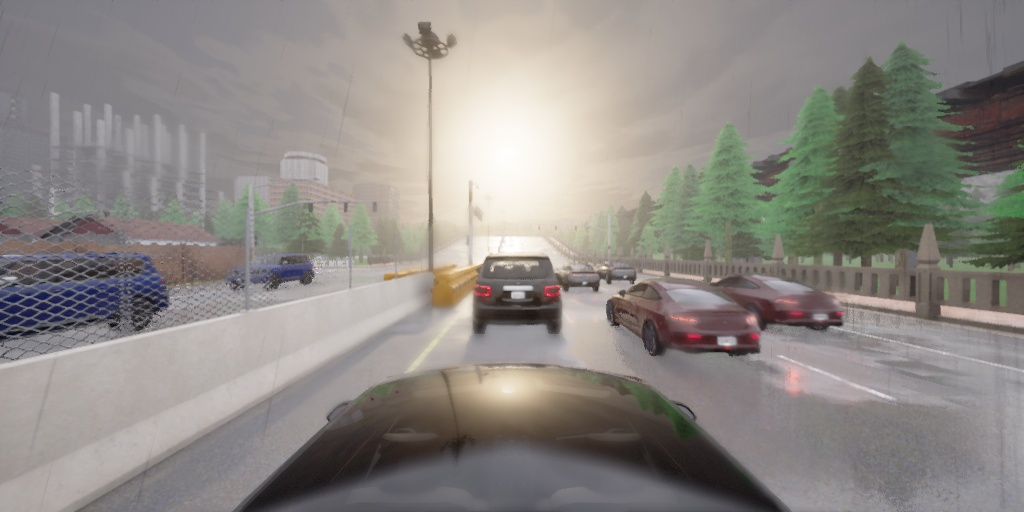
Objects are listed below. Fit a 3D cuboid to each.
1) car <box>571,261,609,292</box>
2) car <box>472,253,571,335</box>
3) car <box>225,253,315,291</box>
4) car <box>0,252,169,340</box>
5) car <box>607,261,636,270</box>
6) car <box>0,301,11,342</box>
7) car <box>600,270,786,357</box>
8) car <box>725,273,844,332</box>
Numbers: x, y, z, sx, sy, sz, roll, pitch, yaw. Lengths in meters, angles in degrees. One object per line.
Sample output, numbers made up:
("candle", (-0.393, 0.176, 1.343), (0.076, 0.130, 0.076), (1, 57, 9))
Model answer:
("car", (3.601, 1.130, 20.200), (2.128, 1.511, 4.902), (0, 0, 0))
("car", (0.105, 0.920, 10.457), (2.150, 2.045, 5.566), (0, 0, -1))
("car", (-14.062, 0.856, 21.311), (2.150, 2.045, 5.566), (0, 0, 0))
("car", (-10.598, 0.936, 7.570), (2.150, 2.045, 5.566), (0, 0, 0))
("car", (7.100, 1.101, 24.904), (2.128, 1.511, 4.902), (0, 0, 0))
("car", (-7.101, 1.298, 1.646), (2.033, 1.411, 5.357), (0, 0, 0))
("car", (3.602, 1.235, 8.297), (1.812, 1.442, 4.674), (0, 1, 0))
("car", (7.093, 1.222, 10.554), (1.812, 1.442, 4.674), (0, 0, 0))
